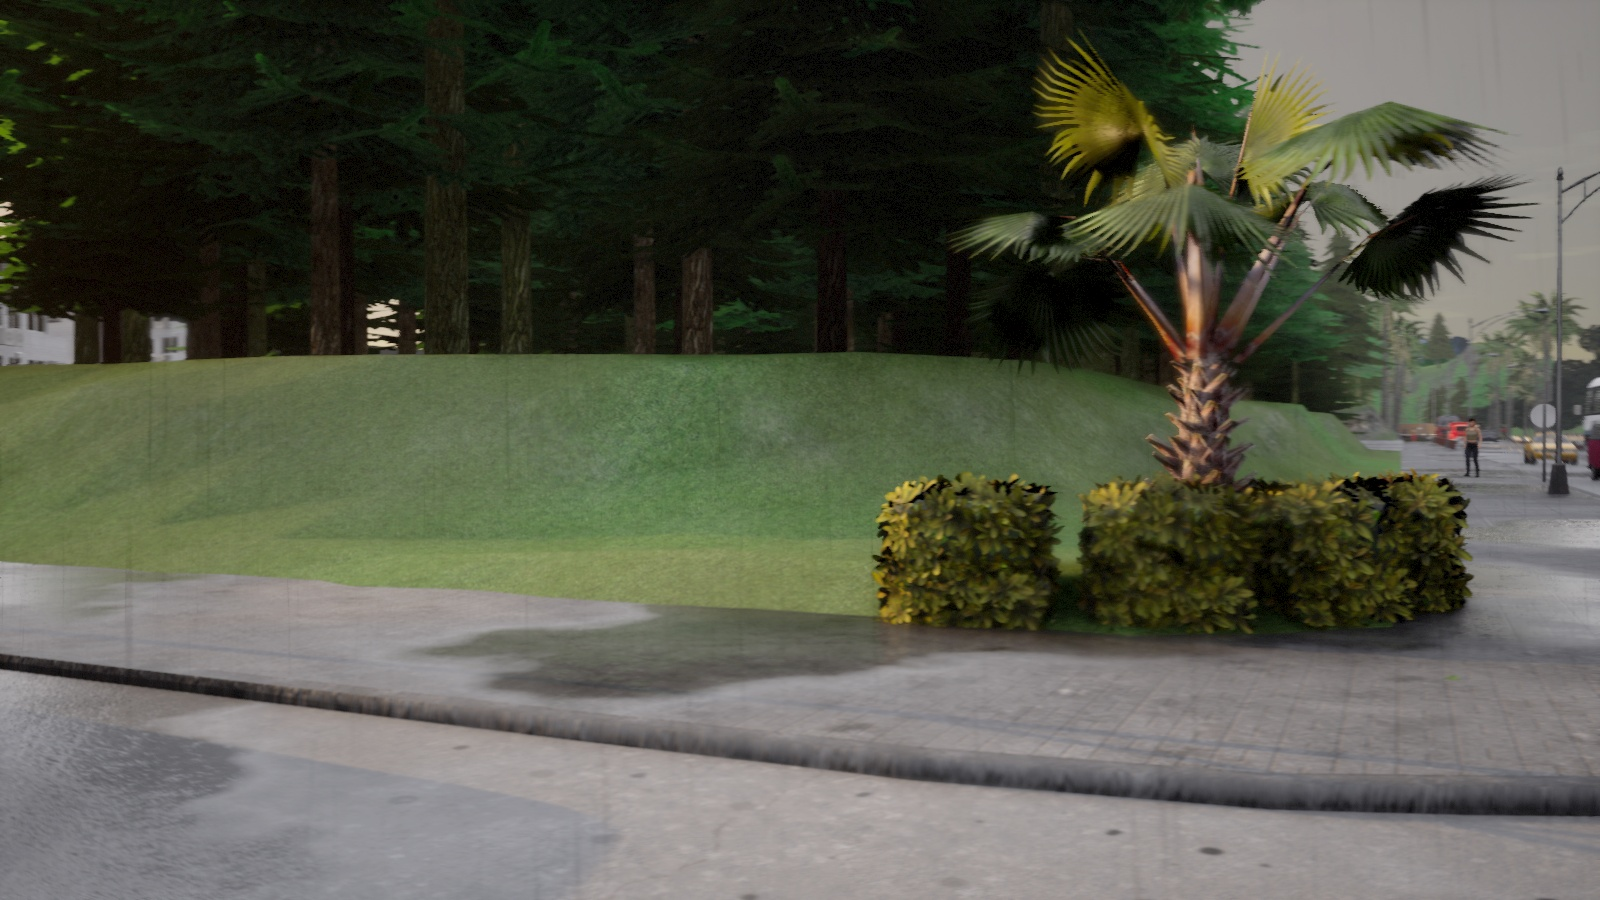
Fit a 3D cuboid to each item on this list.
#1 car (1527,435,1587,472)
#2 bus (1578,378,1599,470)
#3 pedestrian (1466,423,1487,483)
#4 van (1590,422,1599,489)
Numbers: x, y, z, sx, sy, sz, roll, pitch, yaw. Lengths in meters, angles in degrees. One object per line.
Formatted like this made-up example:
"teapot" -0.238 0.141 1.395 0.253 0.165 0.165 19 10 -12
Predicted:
"car" 34.021 0.119 56.558 1.801 1.575 5.366 1 1 26
"bus" 40.098 -1.220 59.907 3.944 4.253 10.273 1 1 26
"pedestrian" 20.826 0.084 38.650 0.594 1.836 0.345 0 1 -36
"van" 24.350 0.170 36.544 1.775 1.987 4.442 1 1 26
